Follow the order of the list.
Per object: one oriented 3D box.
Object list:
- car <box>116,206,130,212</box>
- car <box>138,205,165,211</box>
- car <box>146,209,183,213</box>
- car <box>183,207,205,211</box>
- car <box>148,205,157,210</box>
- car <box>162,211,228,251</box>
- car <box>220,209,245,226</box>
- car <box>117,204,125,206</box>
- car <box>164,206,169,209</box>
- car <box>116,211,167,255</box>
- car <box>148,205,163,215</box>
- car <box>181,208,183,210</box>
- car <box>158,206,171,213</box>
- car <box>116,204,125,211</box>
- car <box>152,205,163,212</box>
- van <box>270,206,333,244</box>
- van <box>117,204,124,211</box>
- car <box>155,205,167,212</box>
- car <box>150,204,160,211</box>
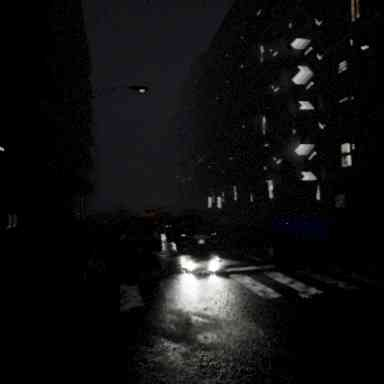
[{"bbox_3d":[-10.063,3.126,48.837,1.802,1.307,4.206,-1,-2,-13],"label":"car"},{"bbox_3d":[-4.408,2.522,35.620,1.882,1.535,5.008,-1,-2,-13],"label":"car"},{"bbox_3d":[-2.160,2.292,25.638,1.994,1.385,4.181,-1,-1,-13],"label":"car"},{"bbox_3d":[0.611,2.562,39.635,1.887,1.381,4.507,-1,-2,-13],"label":"car"},{"bbox_3d":[-10.636,4.221,89.311,1.802,1.307,4.206,-1,-2,-13],"label":"car"},{"bbox_3d":[-0.128,1.941,16.676,2.128,1.511,4.902,-1,-1,-13],"label":"car"},{"bbox_3d":[3.072,2.196,28.764,1.752,1.417,4.829,-1,-2,-13],"label":"car"},{"bbox_3d":[-15.069,3.578,70.925,2.192,1.841,5.009,-1,-2,-13],"label":"car"},{"bbox_3d":[-4.446,2.910,50.238,1.882,1.535,5.008,-1,-2,-13],"label":"car"},{"bbox_3d":[-2.567,1.930,15.724,1.967,1.590,4.097,-1,-1,-13],"label":"car"},{"bbox_3d":[-6.727,3.251,60.299,2.128,1.511,4.902,-1,-2,-13],"label":"car"},{"bbox_3d":[-0.639,2.741,45.154,1.887,1.381,4.507,-1,-2,-13],"label":"car"},{"bbox_3d":[-5.638,3.466,67.234,2.008,1.369,4.403,-1,-2,-13],"label":"car"},{"bbox_3d":[-20.069,4.310,93.000,2.192,1.841,5.009,-1,-2,-13],"label":"car"},{"bbox_3d":[-8.138,3.819,78.274,1.887,1.381,4.507,-1,-2,-13],"label":"car"},{"bbox_3d":[5.606,1.663,17.564,1.690,1.788,3.998,-1,-1,-13],"label":"van"},{"bbox_3d":[-18.818,4.148,87.483,1.690,1.788,3.998,-1,-2,-13],"label":"van"},{"bbox_3d":[-6.887,3.645,72.753,2.008,1.369,4.403,-1,-2,-13],"label":"car"},{"bbox_3d":[-9.390,3.896,83.794,1.967,1.590,4.097,-1,-2,-13],"label":"car"}]
